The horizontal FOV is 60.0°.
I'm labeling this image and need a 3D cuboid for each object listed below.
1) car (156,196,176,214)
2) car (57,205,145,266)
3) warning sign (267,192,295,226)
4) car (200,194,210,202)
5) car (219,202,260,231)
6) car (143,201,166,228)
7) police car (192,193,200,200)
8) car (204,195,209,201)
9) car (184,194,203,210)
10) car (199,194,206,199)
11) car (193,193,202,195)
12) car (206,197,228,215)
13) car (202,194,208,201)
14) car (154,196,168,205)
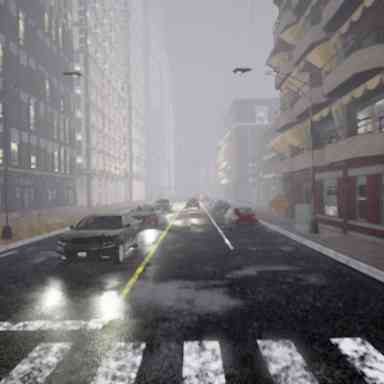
[{"bbox_3d":[-3.021,1.451,35.055,1.837,1.490,4.892,-1,0,0],"label":"car"},{"bbox_3d":[-3.092,1.473,11.852,1.882,1.535,5.008,-1,0,0],"label":"car"},{"bbox_3d":[5.080,0.935,19.152,1.300,1.860,1.060,-1,0,0],"label":"warning sign"},{"bbox_3d":[2.831,1.210,71.500,1.967,1.590,4.097,-1,0,0],"label":"car"},{"bbox_3d":[2.766,1.447,19.043,1.802,1.307,4.206,-1,0,0],"label":"car"},{"bbox_3d":[-3.061,1.537,21.863,1.994,1.385,4.181,-1,0,1],"label":"car"},{"bbox_3d":[1.080,1.205,89.271,1.930,1.638,5.238,-1,0,0],"label":"police car"},{"bbox_3d":[2.757,1.379,37.609,2.008,1.369,4.403,-1,0,0],"label":"car"},{"bbox_3d":[0.076,1.399,41.648,1.812,1.442,4.674,-1,0,0],"label":"car"},{"bbox_3d":[2.884,1.263,94.264,1.752,1.417,4.829,-1,0,0],"label":"car"},{"bbox_3d":[0.098,1.346,51.650,2.128,1.511,4.902,-1,0,0],"label":"car"},{"bbox_3d":[2.744,1.390,31.960,2.008,1.369,4.403,-1,0,0],"label":"car"},{"bbox_3d":[2.821,1.360,65.852,1.802,1.307,4.206,-1,0,0],"label":"car"},{"bbox_3d":[-5.571,1.502,60.222,2.008,1.369,4.403,-1,0,0],"label":"car"}]
